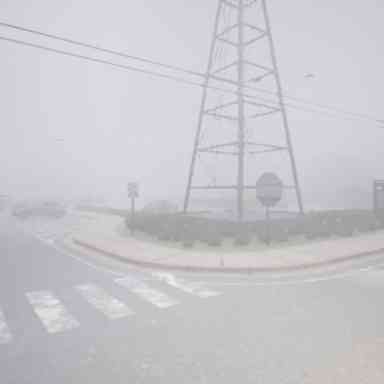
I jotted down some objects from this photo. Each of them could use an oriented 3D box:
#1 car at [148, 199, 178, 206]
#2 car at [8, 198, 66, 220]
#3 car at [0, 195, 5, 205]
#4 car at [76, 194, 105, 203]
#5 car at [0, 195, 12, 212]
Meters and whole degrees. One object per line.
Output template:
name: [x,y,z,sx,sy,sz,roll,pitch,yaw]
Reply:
car: [-3.309,1.480,36.879,3.905,1.438,1.784,0,0,-36]
car: [-12.990,1.493,28.322,4.193,1.474,1.816,0,0,-36]
car: [-35.695,1.468,58.409,4.611,1.667,2.242,0,0,-36]
car: [-16.724,1.270,54.918,4.605,1.855,1.932,0,0,-36]
car: [-21.407,1.301,38.869,3.866,1.878,1.905,0,0,-36]
